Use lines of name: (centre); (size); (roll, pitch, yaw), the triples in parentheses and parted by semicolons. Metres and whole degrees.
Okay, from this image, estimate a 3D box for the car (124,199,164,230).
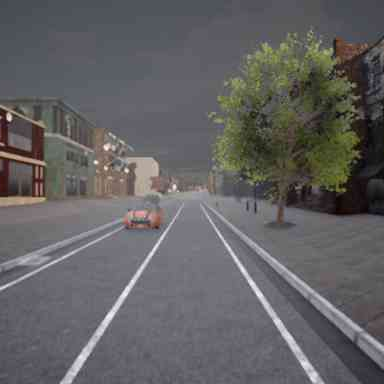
car: (-3.001, 1.403, 21.559); (2.097, 1.767, 4.553); (0, 0, 0)
